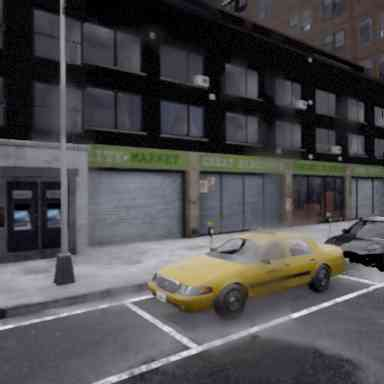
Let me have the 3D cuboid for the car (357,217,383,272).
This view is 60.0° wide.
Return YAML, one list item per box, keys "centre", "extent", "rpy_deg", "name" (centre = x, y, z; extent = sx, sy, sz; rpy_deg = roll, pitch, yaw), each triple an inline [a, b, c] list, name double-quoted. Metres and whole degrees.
- centre: [5.966, 1.486, 10.454]
  extent: [4.313, 1.339, 1.947]
  rpy_deg: [-1, 0, -36]
  name: "car"

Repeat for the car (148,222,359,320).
- centre: [1.423, 1.486, 7.209]
  extent: [4.829, 1.417, 1.752]
  rpy_deg: [-1, 0, -36]
  name: "car"
